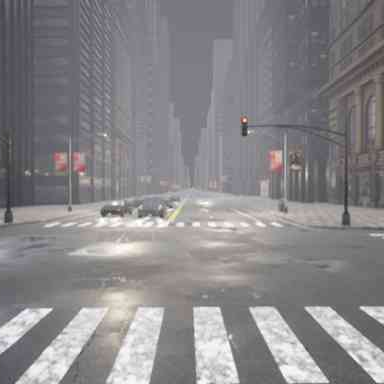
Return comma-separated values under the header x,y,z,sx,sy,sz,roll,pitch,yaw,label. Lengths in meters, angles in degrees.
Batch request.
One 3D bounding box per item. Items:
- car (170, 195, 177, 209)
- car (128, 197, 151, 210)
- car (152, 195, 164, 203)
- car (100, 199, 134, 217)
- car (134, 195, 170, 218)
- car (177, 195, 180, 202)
x,y,z,sx,sy,sz,roll,pitch,yaw,label
-3.326,1.358,41.893,2.033,1.411,5.357,0,0,0,car
-6.575,1.358,42.048,2.033,1.411,5.357,0,0,0,car
-6.493,1.295,63.544,1.895,1.301,4.718,0,0,0,car
-6.560,1.416,29.813,2.033,1.411,5.357,0,0,4,car
-3.336,1.227,28.554,2.097,1.767,4.553,0,0,0,car
-3.244,1.260,63.340,1.994,1.385,4.181,0,0,0,car
